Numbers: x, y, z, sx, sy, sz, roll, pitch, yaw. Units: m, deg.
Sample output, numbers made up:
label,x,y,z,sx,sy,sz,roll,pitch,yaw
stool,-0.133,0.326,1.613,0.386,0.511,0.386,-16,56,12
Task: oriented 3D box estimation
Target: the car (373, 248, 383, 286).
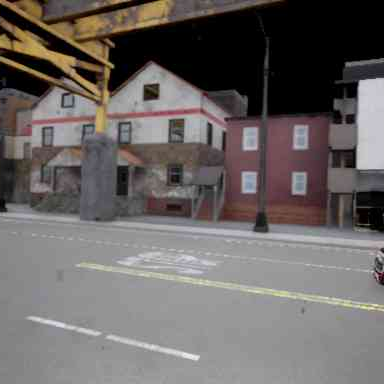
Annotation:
label,x,y,z,sx,sy,sz,roll,pitch,yaw
car,6.695,1.530,7.470,4.553,1.767,2.097,2,0,23
